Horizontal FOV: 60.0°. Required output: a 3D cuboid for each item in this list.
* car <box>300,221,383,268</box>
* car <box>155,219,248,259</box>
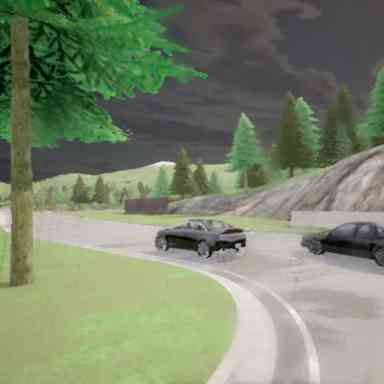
[{"bbox_3d":[6.456,1.793,12.310,2.033,1.411,5.357,0,-2,-23],"label":"car"},{"bbox_3d":[0.239,1.961,14.818,2.128,1.511,4.902,0,-3,-40],"label":"car"}]
